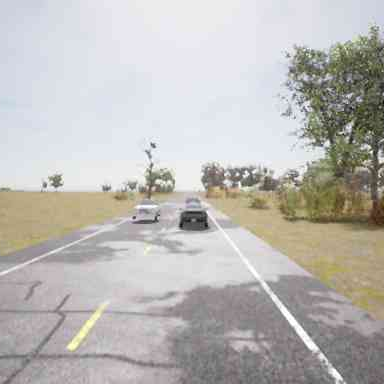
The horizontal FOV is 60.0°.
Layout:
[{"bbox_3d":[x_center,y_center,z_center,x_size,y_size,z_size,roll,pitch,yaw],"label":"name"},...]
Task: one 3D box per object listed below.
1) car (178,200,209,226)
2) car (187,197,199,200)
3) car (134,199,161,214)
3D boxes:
[{"bbox_3d":[0.111,1.528,23.297,1.837,1.490,4.892,0,0,0],"label":"car"},{"bbox_3d":[0.120,1.390,41.540,2.097,1.767,4.553,0,0,0],"label":"car"},{"bbox_3d":[-3.487,1.268,26.399,1.812,1.442,4.674,0,0,0],"label":"car"}]
